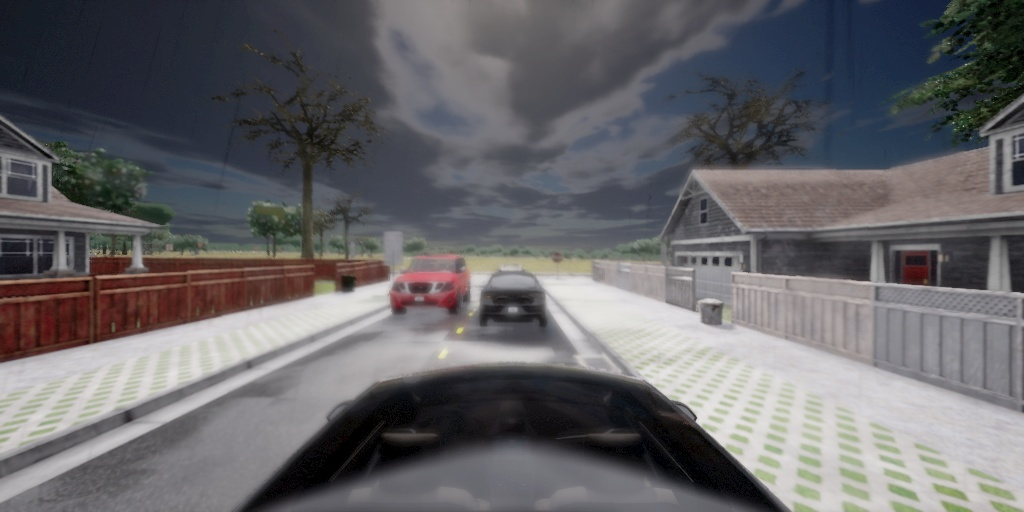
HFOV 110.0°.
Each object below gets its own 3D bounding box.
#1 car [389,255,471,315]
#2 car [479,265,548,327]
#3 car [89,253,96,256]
[{"bbox_3d":[-2.866,0.964,13.845,2.150,2.045,5.566,0,0,0],"label":"car"},{"bbox_3d":[0.045,1.222,11.547,1.882,1.535,5.008,0,0,0],"label":"car"},{"bbox_3d":[-43.236,0.448,35.119,4.553,1.767,2.097,1,0,-1],"label":"car"}]
